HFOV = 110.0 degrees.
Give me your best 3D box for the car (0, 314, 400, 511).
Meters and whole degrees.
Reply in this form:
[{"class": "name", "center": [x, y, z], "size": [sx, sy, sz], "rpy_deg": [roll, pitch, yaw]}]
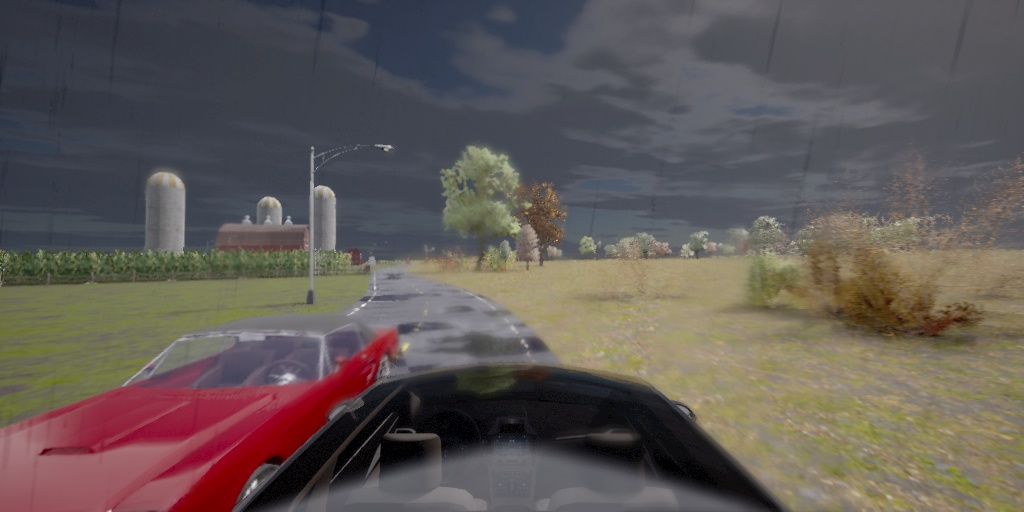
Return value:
[{"class": "car", "center": [-2.639, 1.386, 3.757], "size": [1.895, 1.301, 4.718], "rpy_deg": [0, -1, -5]}]
